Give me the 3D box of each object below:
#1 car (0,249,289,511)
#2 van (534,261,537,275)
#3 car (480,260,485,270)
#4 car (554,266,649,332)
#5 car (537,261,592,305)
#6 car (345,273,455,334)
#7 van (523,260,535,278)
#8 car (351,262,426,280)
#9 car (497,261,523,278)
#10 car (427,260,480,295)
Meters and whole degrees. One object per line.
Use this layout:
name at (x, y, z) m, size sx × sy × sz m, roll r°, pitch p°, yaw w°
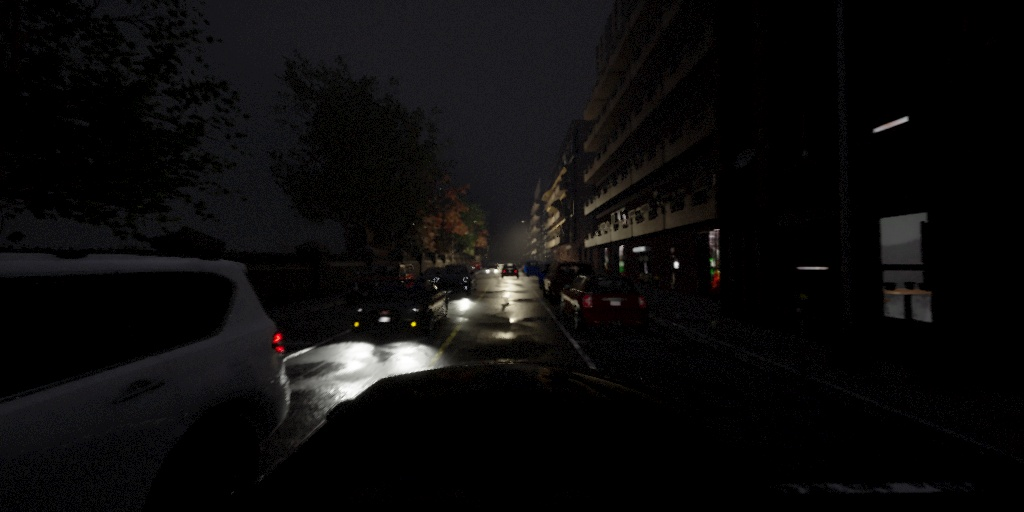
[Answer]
car at (-3.069, 0.980, 0.945) m, size 2.150 × 2.045 × 5.566 m, roll 0°, pitch 0°, yaw 0°
van at (2.524, 1.245, 22.183) m, size 1.690 × 1.789 × 3.998 m, roll 0°, pitch 0°, yaw -1°
car at (-6.227, 1.566, 60.765) m, size 2.192 × 1.841 × 5.009 m, roll 0°, pitch 0°, yaw -1°
car at (2.630, 1.255, 11.138) m, size 1.967 × 1.591 × 4.097 m, roll 0°, pitch 0°, yaw -1°
car at (2.576, 1.174, 16.660) m, size 2.192 × 1.841 × 5.009 m, roll 0°, pitch 0°, yaw -1°
car at (-3.156, 1.403, 10.887) m, size 1.994 × 1.385 × 4.181 m, roll 0°, pitch 0°, yaw 0°
van at (2.365, 1.378, 38.754) m, size 1.690 × 1.789 × 3.998 m, roll 0°, pitch 0°, yaw -1°
car at (-5.804, 1.211, 16.580) m, size 2.192 × 1.841 × 5.009 m, roll 0°, pitch 0°, yaw -1°
car at (-0.210, 1.590, 38.035) m, size 2.033 × 1.411 × 5.357 m, roll 0°, pitch 0°, yaw -1°
car at (-3.249, 1.272, 20.925) m, size 2.097 × 1.767 × 4.553 m, roll 0°, pitch 0°, yaw 0°
